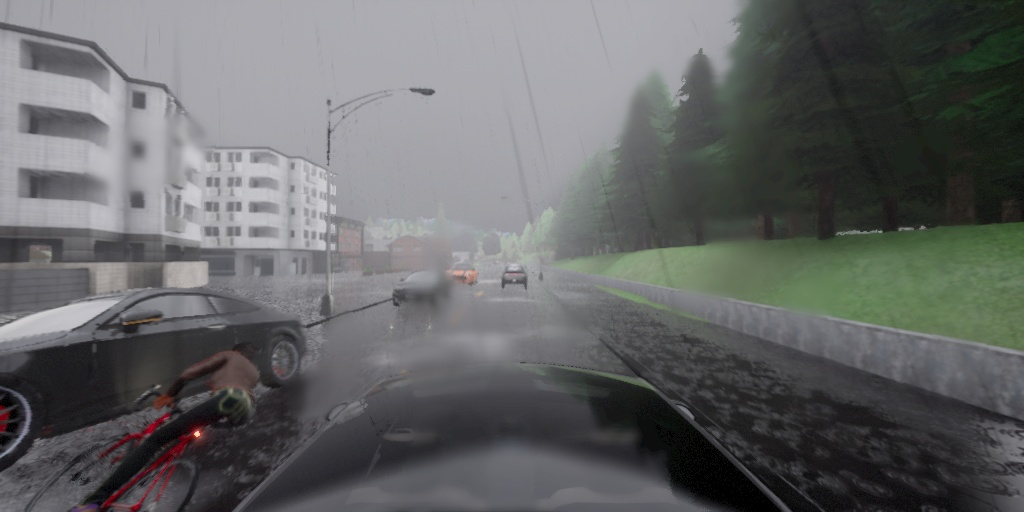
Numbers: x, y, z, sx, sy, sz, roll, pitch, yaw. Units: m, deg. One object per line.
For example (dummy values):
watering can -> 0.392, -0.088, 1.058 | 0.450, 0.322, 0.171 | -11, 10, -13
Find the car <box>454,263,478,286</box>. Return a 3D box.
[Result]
car -> -3.956, 1.393, 28.677 | 2.097, 1.767, 4.553 | 0, -1, 1

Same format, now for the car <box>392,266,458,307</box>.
car -> -3.994, 1.390, 16.749 | 1.882, 1.535, 5.008 | 0, -1, 1

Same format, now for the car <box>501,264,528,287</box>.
car -> 0.170, 1.516, 27.119 | 2.128, 1.511, 4.902 | 0, -1, 0

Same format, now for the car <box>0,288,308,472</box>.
car -> -4.190, 1.109, 3.820 | 1.812, 1.442, 4.674 | -11, -7, 2

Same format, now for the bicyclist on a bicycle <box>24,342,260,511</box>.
bicyclist on a bicycle -> -2.617, 1.354, 2.792 | 1.656, 0.582, 1.620 | -3, 36, 25
